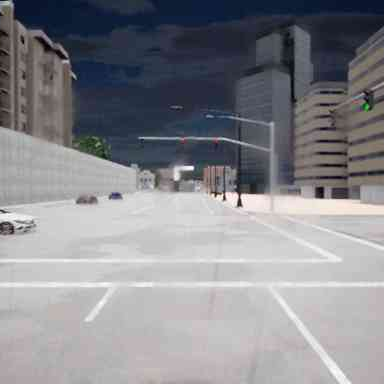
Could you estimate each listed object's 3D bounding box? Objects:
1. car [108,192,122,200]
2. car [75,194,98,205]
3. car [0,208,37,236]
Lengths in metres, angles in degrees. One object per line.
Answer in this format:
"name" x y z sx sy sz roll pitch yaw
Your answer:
"car" -13.957 0.726 60.699 1.812 1.442 4.674 0 1 1
"car" -14.025 0.977 44.505 1.994 1.385 4.181 0 1 0
"car" -10.081 1.352 16.188 4.674 1.442 1.812 0 1 0
